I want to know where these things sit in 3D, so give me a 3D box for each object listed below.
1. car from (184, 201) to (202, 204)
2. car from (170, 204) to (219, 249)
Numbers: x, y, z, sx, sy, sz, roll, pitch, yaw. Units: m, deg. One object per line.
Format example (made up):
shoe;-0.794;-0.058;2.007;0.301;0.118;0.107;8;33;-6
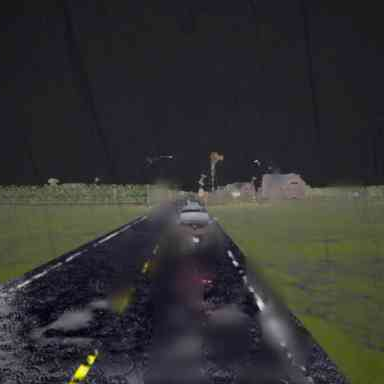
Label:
car;0.107;1.575;32.954;1.994;1.385;4.181;0;0;0
car;0.103;1.505;14.488;1.837;1.490;4.892;0;0;0
